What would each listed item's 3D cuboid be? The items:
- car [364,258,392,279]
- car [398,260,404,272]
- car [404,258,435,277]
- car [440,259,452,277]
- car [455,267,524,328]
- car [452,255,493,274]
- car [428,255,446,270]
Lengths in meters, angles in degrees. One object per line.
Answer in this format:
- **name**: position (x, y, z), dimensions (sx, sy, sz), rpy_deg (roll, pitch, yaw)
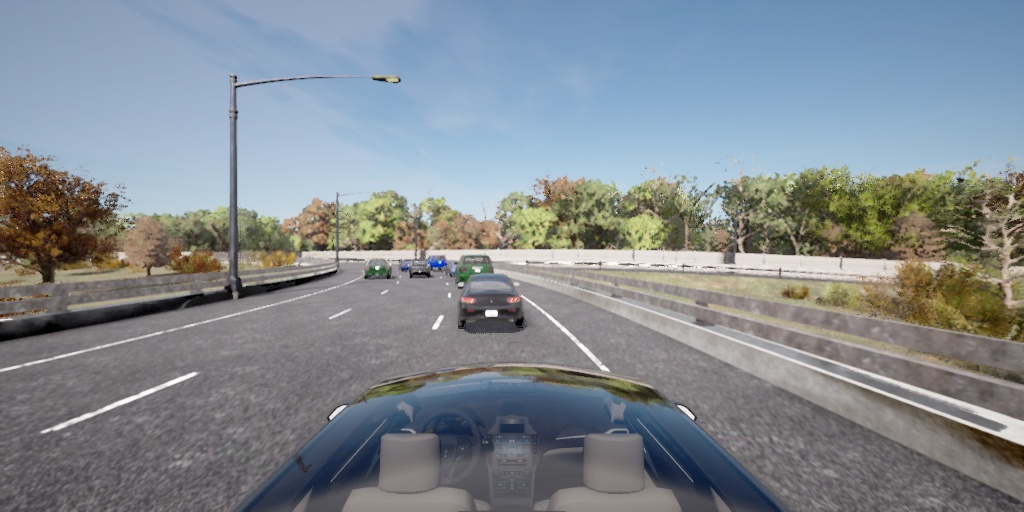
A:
- **car**: position (-11.992, 1.056, 32.306), dimensions (2.097, 1.767, 4.553), rpy_deg (0, 0, -17)
- **car**: position (-13.411, 1.244, 45.852), dimensions (1.994, 1.385, 4.181), rpy_deg (0, 0, -23)
- **car**: position (-8.864, 1.188, 34.120), dimensions (2.128, 1.511, 4.902), rpy_deg (0, 0, -17)
- **car**: position (-5.446, 1.243, 34.839), dimensions (2.033, 1.411, 5.357), rpy_deg (0, 0, -17)
- **car**: position (-0.717, 1.259, 11.247), dimensions (1.812, 1.442, 4.674), rpy_deg (0, 0, -5)
- **car**: position (-2.480, 0.934, 23.021), dimensions (2.150, 2.045, 5.566), rpy_deg (0, 0, -11)
- **car**: position (-9.949, 0.900, 46.692), dimensions (2.150, 2.045, 5.566), rpy_deg (0, 0, -23)
